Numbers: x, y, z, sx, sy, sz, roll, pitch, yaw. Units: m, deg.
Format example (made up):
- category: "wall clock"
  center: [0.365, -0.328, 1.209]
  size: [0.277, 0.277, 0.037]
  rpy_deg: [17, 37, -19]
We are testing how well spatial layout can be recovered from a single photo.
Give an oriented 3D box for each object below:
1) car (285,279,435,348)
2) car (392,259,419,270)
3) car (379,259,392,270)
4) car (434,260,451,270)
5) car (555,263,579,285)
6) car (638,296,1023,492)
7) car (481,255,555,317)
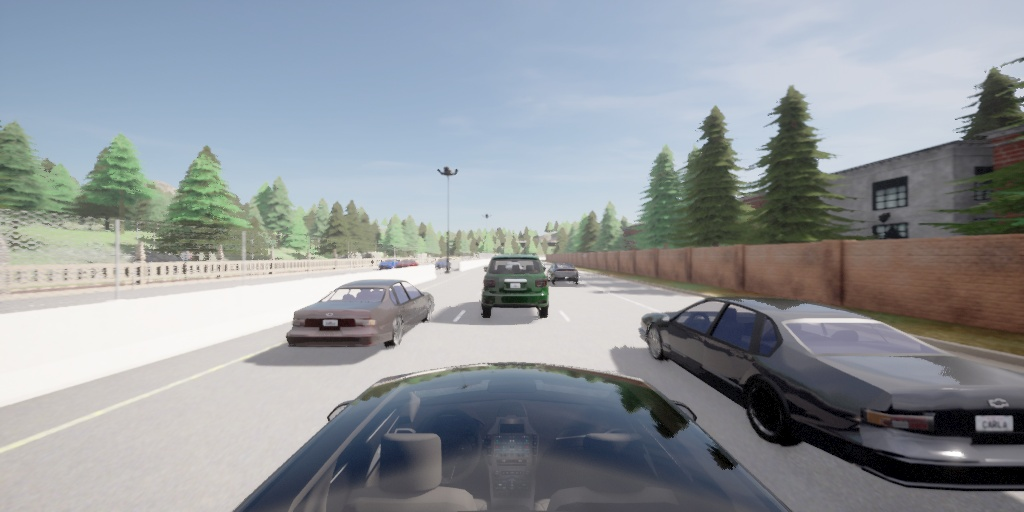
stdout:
- category: "car"
  center: [-3.397, 1.298, 9.209]
  size: [2.033, 1.411, 5.357]
  rpy_deg: [0, 0, 0]
- category: "car"
  center: [-14.085, 1.229, 48.454]
  size: [1.882, 1.535, 5.008]
  rpy_deg: [0, 0, 1]
- category: "car"
  center: [-17.543, 1.230, 51.862]
  size: [1.882, 1.535, 5.008]
  rpy_deg: [0, 0, 1]
- category: "car"
  center: [-10.468, 1.277, 54.395]
  size: [1.812, 1.442, 4.674]
  rpy_deg: [0, 0, 2]
- category: "car"
  center: [3.609, 1.242, 26.057]
  size: [2.128, 1.511, 4.902]
  rpy_deg: [0, 0, 0]
- category: "car"
  center: [3.602, 1.298, 5.190]
  size: [2.033, 1.411, 5.357]
  rpy_deg: [0, 0, 0]
- category: "car"
  center: [0.103, 0.972, 13.274]
  size: [2.150, 2.045, 5.566]
  rpy_deg: [0, 0, 0]
